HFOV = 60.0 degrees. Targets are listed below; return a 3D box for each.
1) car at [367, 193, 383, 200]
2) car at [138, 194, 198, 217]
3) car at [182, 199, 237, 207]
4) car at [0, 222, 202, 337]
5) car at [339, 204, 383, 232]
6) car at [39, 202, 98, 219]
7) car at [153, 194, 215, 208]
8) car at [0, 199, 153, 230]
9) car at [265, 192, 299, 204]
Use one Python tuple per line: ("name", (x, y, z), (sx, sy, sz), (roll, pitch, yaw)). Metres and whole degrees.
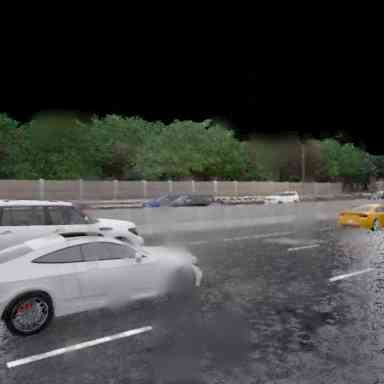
("car", (31.480, 0.882, 55.980), (4.892, 1.490, 1.837), (-2, 1, -34))
("car", (-2.268, 1.222, 32.417), (5.566, 2.045, 2.150), (0, 0, -35))
("car", (2.174, 1.546, 26.986), (5.357, 1.411, 2.033), (0, 0, -35))
("car", (-1.974, 1.529, 6.633), (4.674, 1.442, 1.812), (0, 0, -35))
("car", (10.866, 1.458, 20.025), (5.008, 1.535, 1.882), (0, 0, -35))
("car", (-11.194, 1.613, 30.383), (4.718, 1.301, 1.895), (0, 0, -35))
("car", (-0.259, 1.222, 29.551), (5.566, 2.045, 2.150), (0, 0, -35))
("car", (-4.151, 1.225, 9.381), (5.566, 2.045, 2.150), (0, 0, -35))
("car", (12.870, 0.985, 47.294), (5.566, 2.045, 2.150), (-1, 1, -35))
